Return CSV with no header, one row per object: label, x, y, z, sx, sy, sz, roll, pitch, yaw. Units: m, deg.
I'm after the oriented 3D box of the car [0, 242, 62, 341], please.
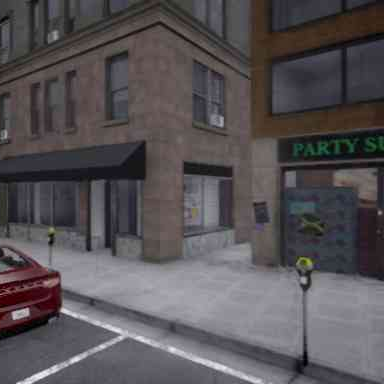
car,-4.124,1.498,5.798,4.507,1.381,1.887,0,0,35
